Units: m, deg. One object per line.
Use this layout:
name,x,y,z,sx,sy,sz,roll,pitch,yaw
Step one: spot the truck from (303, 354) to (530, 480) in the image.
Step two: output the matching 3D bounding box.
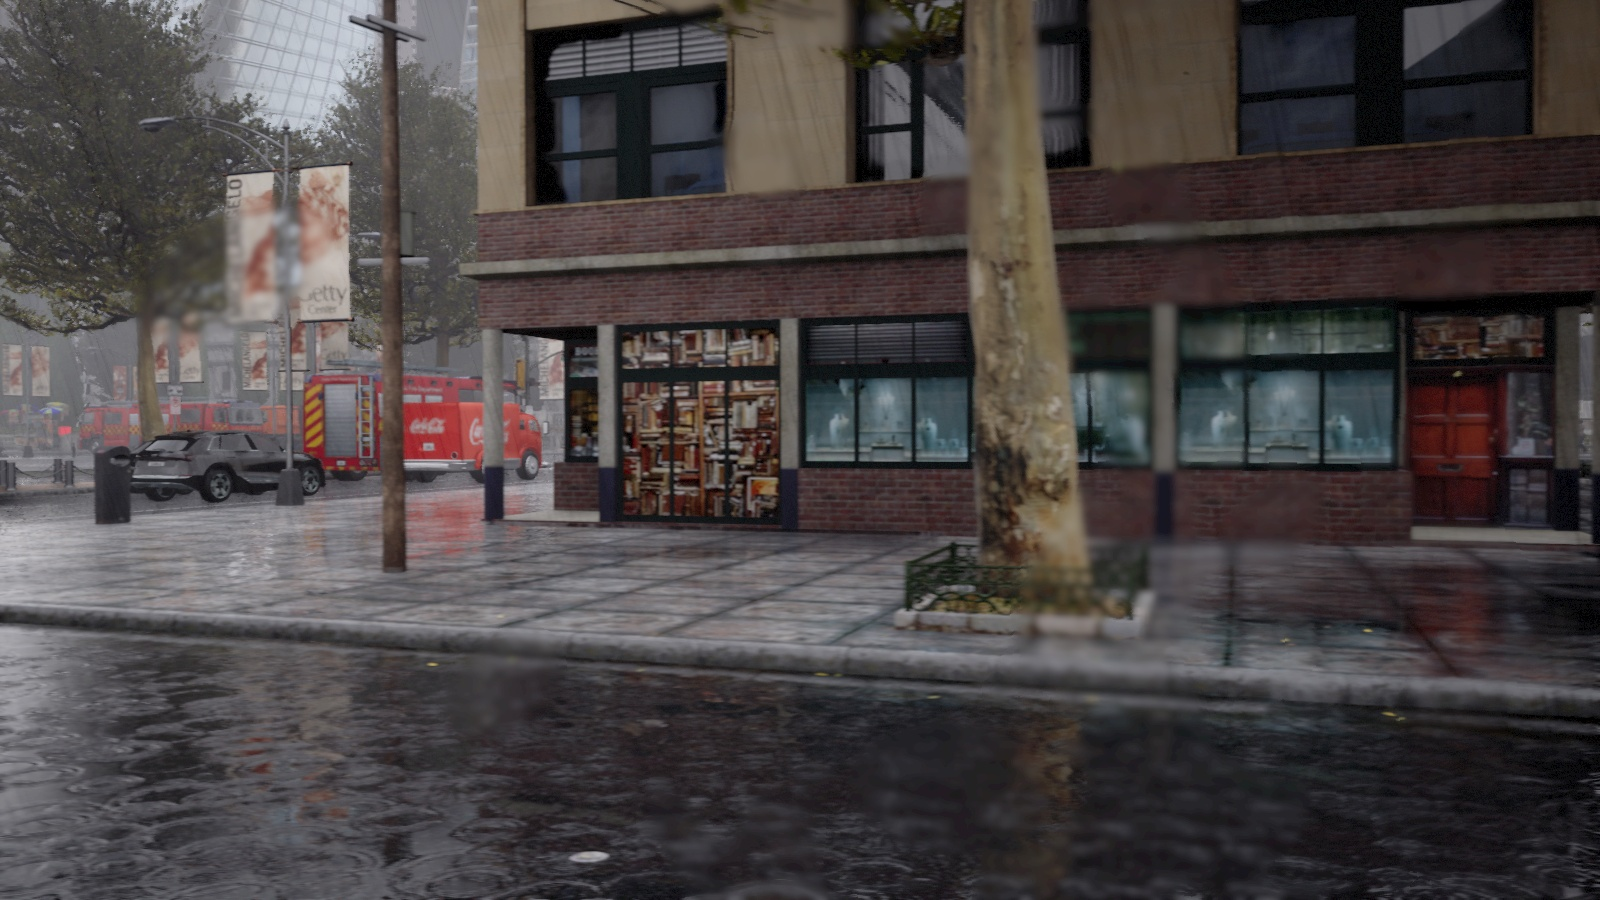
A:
truck,-12.709,-1.062,42.624,2.891,3.827,8.468,1,1,20

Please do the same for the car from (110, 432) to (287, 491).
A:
car,-15.914,0.251,33.473,1.816,1.474,4.193,1,1,20

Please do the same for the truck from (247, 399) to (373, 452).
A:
truck,-33.009,-1.620,84.633,7.936,3.462,2.891,0,1,20

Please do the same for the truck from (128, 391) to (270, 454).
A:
truck,-37.771,-1.730,78.896,8.468,3.827,2.891,1,1,20

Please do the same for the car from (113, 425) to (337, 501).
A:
car,-13.490,0.234,29.832,2.033,1.649,4.856,1,1,20

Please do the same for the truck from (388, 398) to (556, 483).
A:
truck,-10.149,-0.323,39.394,2.627,2.467,5.204,1,1,20
